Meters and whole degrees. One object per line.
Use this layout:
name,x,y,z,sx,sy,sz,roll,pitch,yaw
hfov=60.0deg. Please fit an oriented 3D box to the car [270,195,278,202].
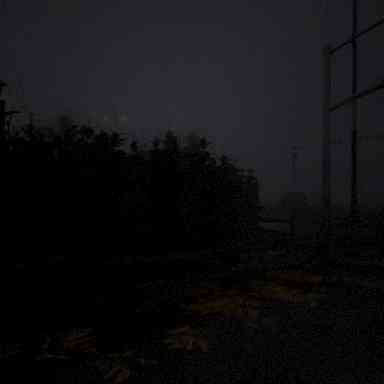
car,21.881,1.865,88.607,1.905,1.878,3.866,6,3,11
